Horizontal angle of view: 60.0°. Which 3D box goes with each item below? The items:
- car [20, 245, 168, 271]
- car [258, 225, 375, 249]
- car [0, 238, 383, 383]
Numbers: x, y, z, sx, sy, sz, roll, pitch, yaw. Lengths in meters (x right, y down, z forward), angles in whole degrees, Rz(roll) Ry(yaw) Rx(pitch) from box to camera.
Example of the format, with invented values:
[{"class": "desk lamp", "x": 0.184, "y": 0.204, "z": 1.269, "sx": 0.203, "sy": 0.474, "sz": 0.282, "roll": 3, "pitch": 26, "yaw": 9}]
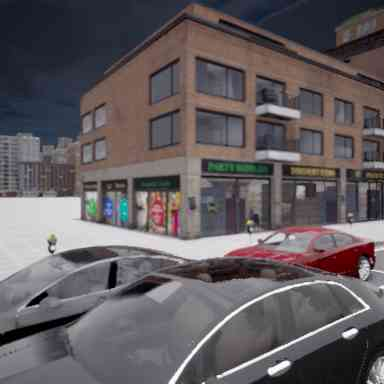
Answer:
[{"class": "car", "x": -1.674, "y": 1.566, "z": 5.015, "sx": 4.313, "sy": 1.339, "sz": 1.947, "roll": 0, "pitch": 0, "yaw": -35}, {"class": "car", "x": 2.729, "y": 1.543, "z": 8.153, "sx": 4.507, "sy": 1.381, "sz": 1.887, "roll": 0, "pitch": 0, "yaw": -35}, {"class": "car", "x": 0.184, "y": 1.506, "z": 3.190, "sx": 4.892, "sy": 1.490, "sz": 1.837, "roll": 0, "pitch": 0, "yaw": -35}]
